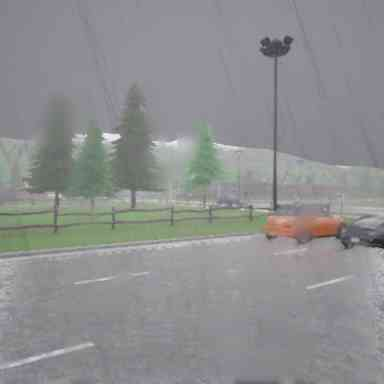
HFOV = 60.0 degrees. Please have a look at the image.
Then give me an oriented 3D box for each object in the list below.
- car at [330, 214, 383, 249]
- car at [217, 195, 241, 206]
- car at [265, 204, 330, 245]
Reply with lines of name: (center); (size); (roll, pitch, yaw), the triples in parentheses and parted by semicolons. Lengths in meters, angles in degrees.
car: (8.046, 1.661, 13.902); (4.674, 1.442, 1.812); (0, 0, -35)
car: (7.341, 1.618, 66.049); (2.150, 2.045, 5.566); (1, -1, -35)
car: (5.779, 1.483, 16.585); (4.553, 1.767, 2.097); (1, -1, -35)
